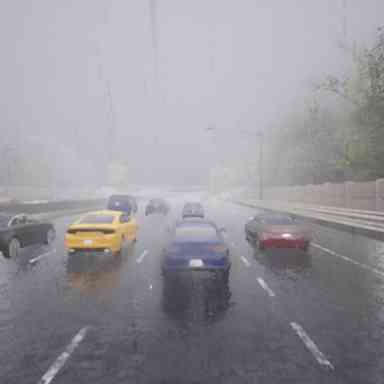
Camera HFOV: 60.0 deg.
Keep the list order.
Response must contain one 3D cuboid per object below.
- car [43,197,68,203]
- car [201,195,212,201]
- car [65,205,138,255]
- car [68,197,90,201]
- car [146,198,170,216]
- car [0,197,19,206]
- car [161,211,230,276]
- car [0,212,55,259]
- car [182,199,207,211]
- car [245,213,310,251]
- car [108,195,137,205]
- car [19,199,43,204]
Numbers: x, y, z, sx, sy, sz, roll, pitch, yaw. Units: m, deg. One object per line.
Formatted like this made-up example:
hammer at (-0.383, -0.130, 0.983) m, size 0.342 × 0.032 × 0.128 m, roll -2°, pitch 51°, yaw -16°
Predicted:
car at (-21.063, 1.574, 52.806) m, size 2.128 × 1.511 × 4.902 m, roll 0°, pitch 0°, yaw 1°
car at (3.478, 1.554, 88.964) m, size 2.097 × 1.767 × 4.553 m, roll 0°, pitch 0°, yaw 0°
car at (-3.401, 1.496, 13.382) m, size 1.882 × 1.535 × 5.008 m, roll 0°, pitch 0°, yaw 0°
car at (-17.563, 1.562, 53.305) m, size 1.882 × 1.535 × 5.008 m, roll 0°, pitch 0°, yaw 0°
car at (-3.409, 1.401, 33.763) m, size 2.097 × 1.767 × 4.553 m, roll 0°, pitch 0°, yaw 0°
car at (-28.061, 1.557, 51.044) m, size 1.882 × 1.535 × 5.008 m, roll 0°, pitch 0°, yaw 0°
car at (0.097, 1.540, 10.244) m, size 1.812 × 1.442 × 4.674 m, roll 0°, pitch 0°, yaw 0°
car at (-6.901, 1.508, 12.641) m, size 2.128 × 1.511 × 4.902 m, roll 0°, pitch 0°, yaw 0°
car at (0.093, 1.588, 28.412) m, size 2.033 × 1.411 × 5.357 m, roll 0°, pitch 0°, yaw 0°
car at (3.496, 1.583, 14.301) m, size 1.994 × 1.385 × 4.181 m, roll 0°, pitch 0°, yaw 0°
car at (-6.911, 1.270, 33.411) m, size 2.150 × 2.045 × 5.566 m, roll 0°, pitch 0°, yaw 0°
car at (-24.560, 1.682, 52.225) m, size 1.895 × 1.301 × 4.718 m, roll 0°, pitch 0°, yaw 1°
